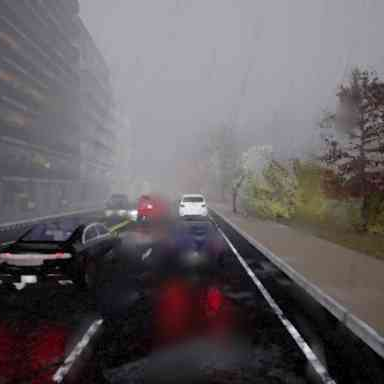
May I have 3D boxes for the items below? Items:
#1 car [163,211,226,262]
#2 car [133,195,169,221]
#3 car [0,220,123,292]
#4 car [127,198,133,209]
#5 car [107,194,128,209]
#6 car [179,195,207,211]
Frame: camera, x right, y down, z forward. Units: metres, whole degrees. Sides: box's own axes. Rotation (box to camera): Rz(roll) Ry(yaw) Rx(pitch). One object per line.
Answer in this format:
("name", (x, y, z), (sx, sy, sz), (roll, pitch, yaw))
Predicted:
("car", (0.085, 1.603, 12.043), (1.895, 1.301, 4.718), (0, 0, 0))
("car", (-3.155, 1.228, 27.748), (2.150, 2.045, 5.566), (0, 0, 0))
("car", (-3.183, 1.493, 8.941), (2.128, 1.511, 4.902), (0, 0, 0))
("car", (-6.661, 1.509, 43.689), (2.128, 1.511, 4.902), (0, 0, -1))
("car", (-9.920, 1.241, 44.960), (2.150, 2.045, 5.566), (0, 0, -1))
("car", (0.095, 1.229, 27.786), (2.150, 2.045, 5.566), (0, 0, 0))
